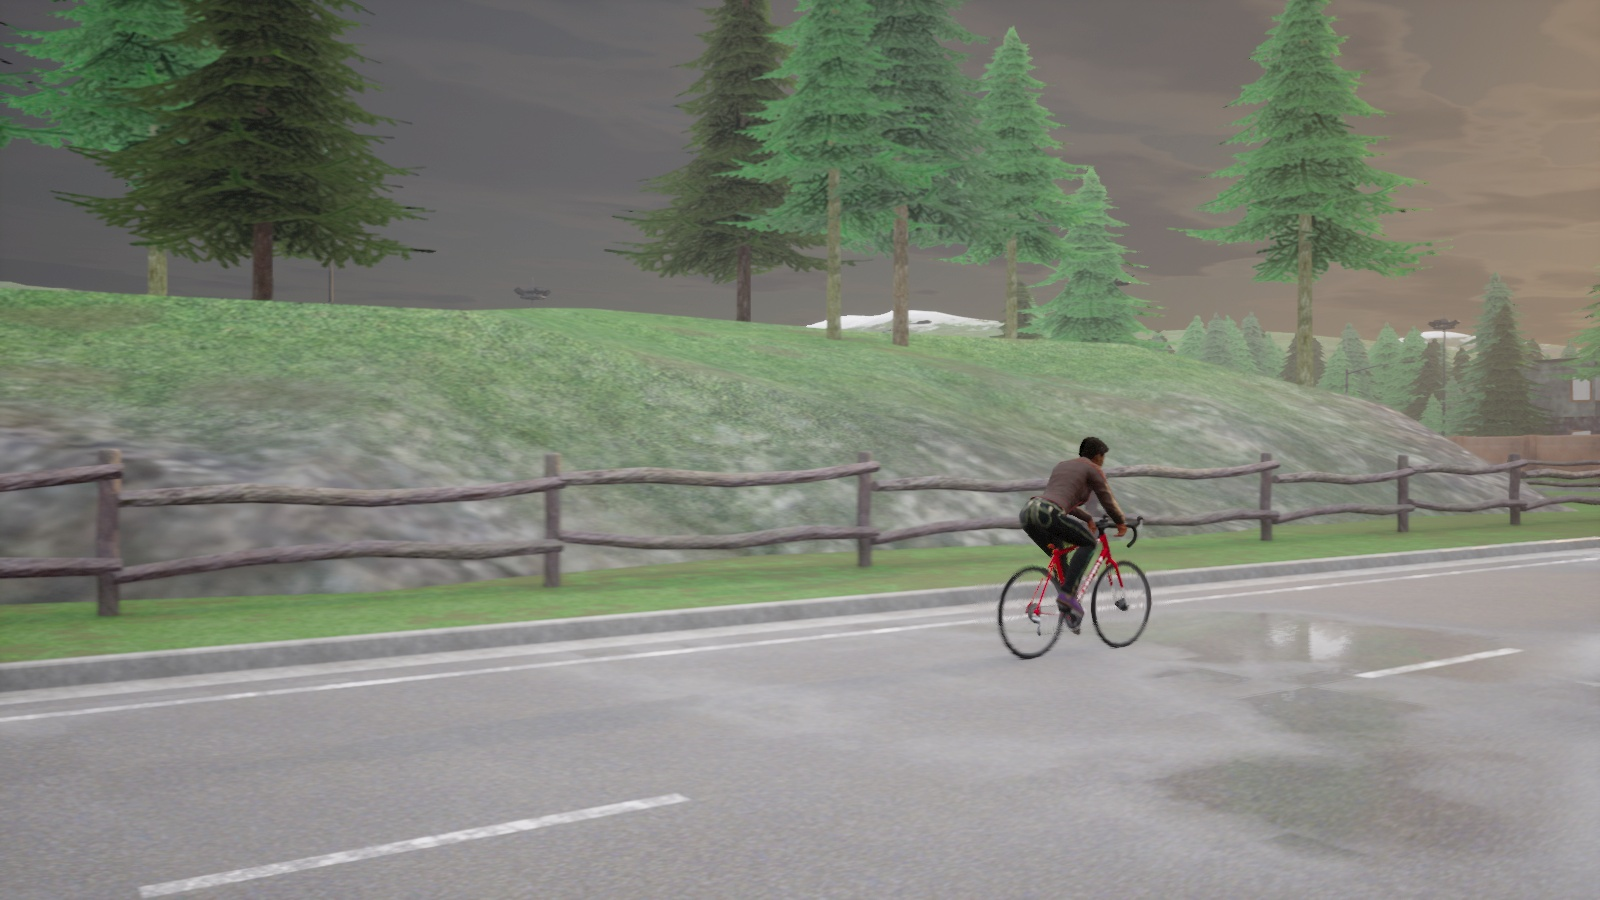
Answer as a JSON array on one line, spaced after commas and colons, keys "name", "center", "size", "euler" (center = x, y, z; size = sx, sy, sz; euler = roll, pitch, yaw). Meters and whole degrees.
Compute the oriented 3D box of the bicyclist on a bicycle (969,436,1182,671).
[{"name": "bicyclist on a bicycle", "center": [2.075, 0.716, 9.367], "size": [1.656, 1.620, 0.582], "euler": [0, 0, -35]}]
